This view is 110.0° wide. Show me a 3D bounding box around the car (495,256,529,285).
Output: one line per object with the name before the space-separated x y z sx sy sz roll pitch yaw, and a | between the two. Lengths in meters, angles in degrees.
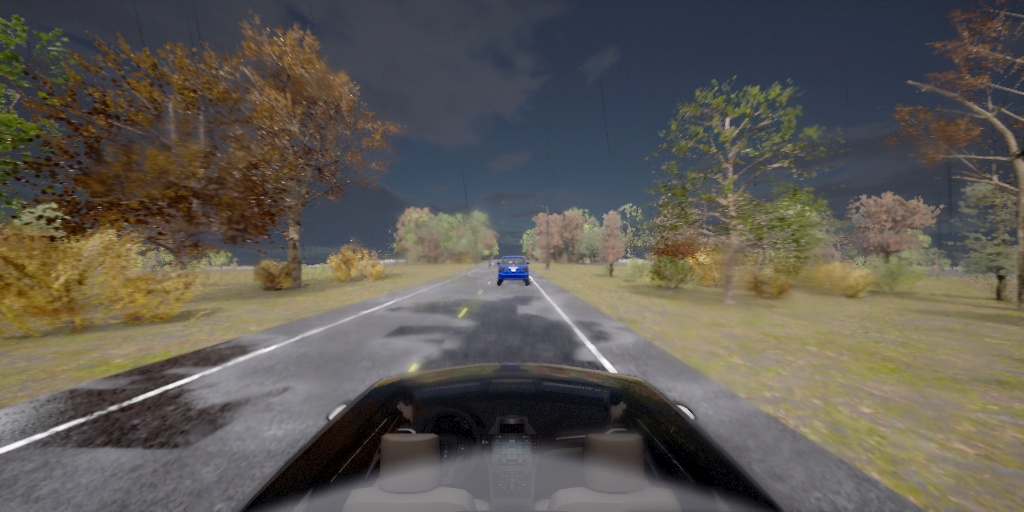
car | 0.103 1.021 26.493 2.150 2.045 5.566 0 0 0
